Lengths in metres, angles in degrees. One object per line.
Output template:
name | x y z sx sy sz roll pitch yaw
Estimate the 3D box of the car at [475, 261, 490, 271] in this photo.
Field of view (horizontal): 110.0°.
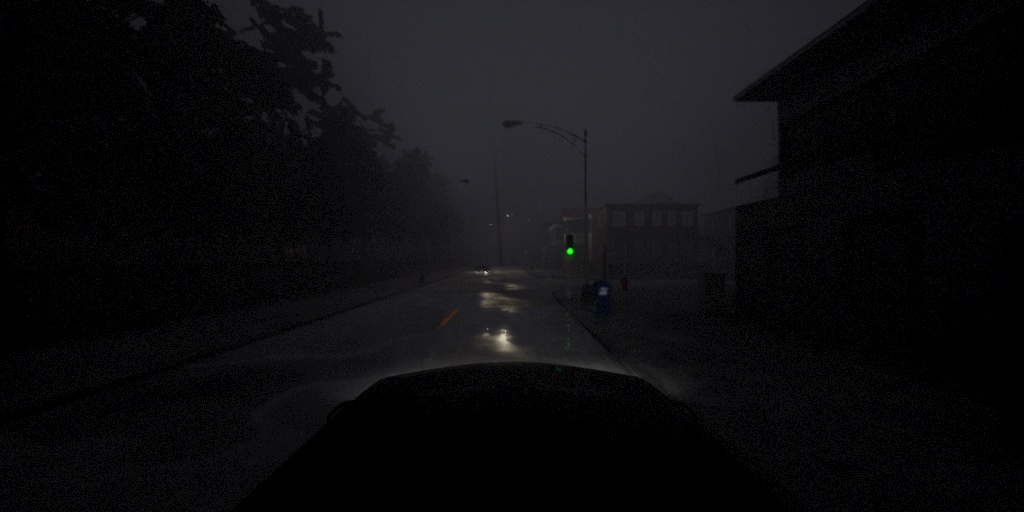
car | -4.057 1.385 50.278 2.033 1.411 5.357 0 0 0
